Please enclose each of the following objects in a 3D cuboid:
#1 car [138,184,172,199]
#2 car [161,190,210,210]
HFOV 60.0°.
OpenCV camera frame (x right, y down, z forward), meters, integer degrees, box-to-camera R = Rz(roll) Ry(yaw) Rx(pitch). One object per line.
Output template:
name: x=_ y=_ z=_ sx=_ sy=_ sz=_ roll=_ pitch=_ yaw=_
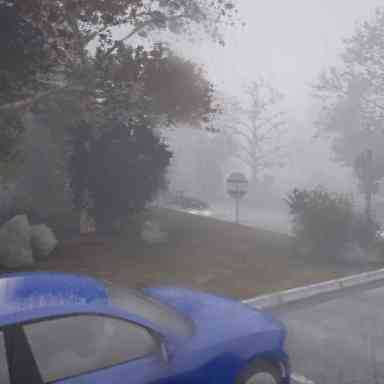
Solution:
car: x=-4.614 y=-0.103 z=41.131 sx=2.033 sy=1.411 sz=5.357 roll=2 pitch=2 yaw=-31
car: x=-0.637 y=0.601 z=27.920 sx=2.033 sy=1.411 sz=5.357 roll=2 pitch=2 yaw=-31
